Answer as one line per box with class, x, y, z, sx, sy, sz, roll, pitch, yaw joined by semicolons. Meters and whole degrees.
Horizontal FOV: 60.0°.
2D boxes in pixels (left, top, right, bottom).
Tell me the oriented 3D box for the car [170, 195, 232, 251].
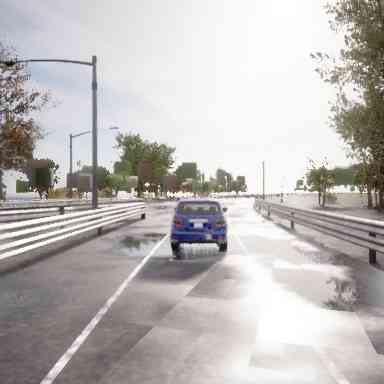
car;0.354;1.253;14.339;2.150;2.045;5.566;0;0;3
